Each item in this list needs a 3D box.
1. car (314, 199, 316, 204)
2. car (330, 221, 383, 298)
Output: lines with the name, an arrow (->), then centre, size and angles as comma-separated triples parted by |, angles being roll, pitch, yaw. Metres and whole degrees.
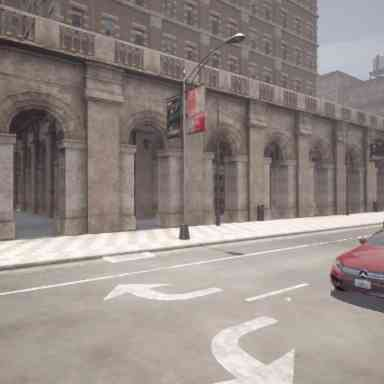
car -> 20.450, 1.594, 60.727 | 1.895, 1.301, 4.718 | 0, 0, -37
car -> 5.175, 1.525, 7.812 | 4.674, 1.442, 1.812 | 0, 0, -36
